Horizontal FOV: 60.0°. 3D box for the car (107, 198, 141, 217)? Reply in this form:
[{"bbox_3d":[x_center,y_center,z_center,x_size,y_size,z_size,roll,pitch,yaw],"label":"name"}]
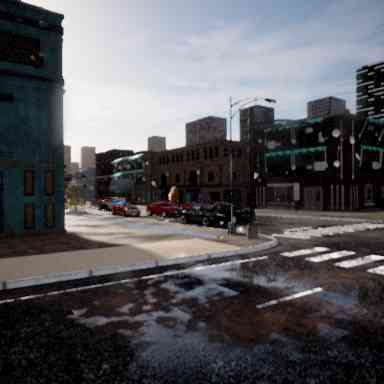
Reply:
[{"bbox_3d":[-7.147,1.809,35.990,1.967,1.590,4.097,-2,0,-35],"label":"car"}]

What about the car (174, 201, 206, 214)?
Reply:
[{"bbox_3d":[-0.306,1.846,40.836,1.802,1.307,4.206,-2,0,-35],"label":"car"}]

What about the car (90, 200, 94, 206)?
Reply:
[{"bbox_3d":[-19.499,2.170,67.939,1.887,1.381,4.507,-2,0,-35],"label":"car"}]

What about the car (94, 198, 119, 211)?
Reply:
[{"bbox_3d":[-11.653,1.956,46.905,2.128,1.511,4.902,-1,0,-35],"label":"car"}]

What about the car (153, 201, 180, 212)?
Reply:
[{"bbox_3d":[-3.504,1.908,45.352,1.802,1.307,4.206,-2,0,-35],"label":"car"}]

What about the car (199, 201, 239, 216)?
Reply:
[{"bbox_3d":[2.892,1.752,36.318,2.008,1.369,4.403,-2,0,-35],"label":"car"}]

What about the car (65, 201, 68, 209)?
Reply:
[{"bbox_3d":[-23.040,2.196,58.438,1.752,1.417,4.829,-2,0,-35],"label":"car"}]

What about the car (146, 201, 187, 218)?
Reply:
[{"bbox_3d":[-2.985,1.774,34.614,1.882,1.535,5.008,-1,0,-35],"label":"car"}]

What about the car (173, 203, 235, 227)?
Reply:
[{"bbox_3d":[0.776,1.778,24.596,1.947,1.339,4.313,-2,0,-35],"label":"car"}]

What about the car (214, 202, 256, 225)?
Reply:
[{"bbox_3d":[2.879,1.658,26.335,1.882,1.535,5.008,-1,0,-35],"label":"car"}]
